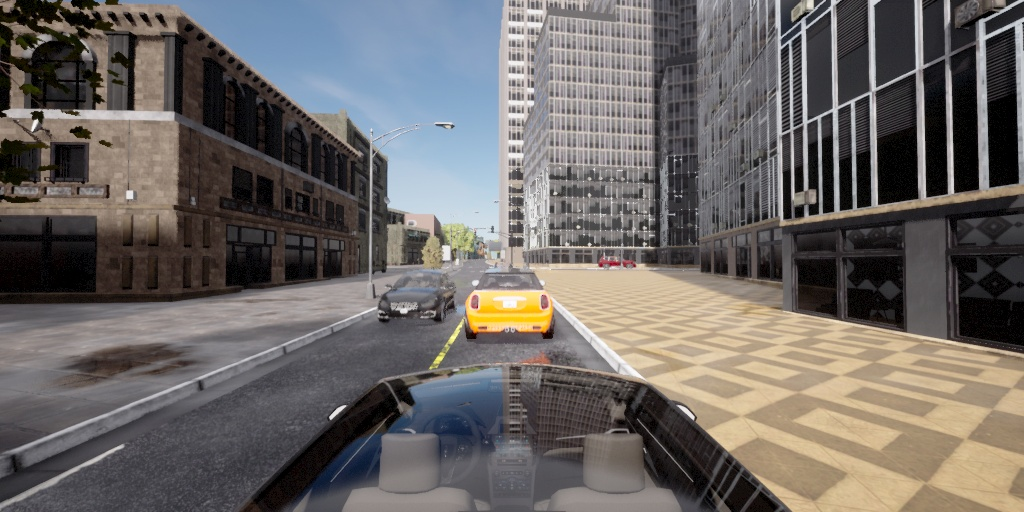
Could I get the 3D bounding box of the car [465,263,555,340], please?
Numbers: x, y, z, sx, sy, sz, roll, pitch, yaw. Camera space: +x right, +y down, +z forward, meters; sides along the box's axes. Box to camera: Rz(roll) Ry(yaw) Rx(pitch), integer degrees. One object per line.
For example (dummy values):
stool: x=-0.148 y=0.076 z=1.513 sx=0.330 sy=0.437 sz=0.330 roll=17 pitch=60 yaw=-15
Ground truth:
car: x=-0.089 y=1.104 z=10.172 sx=2.097 sy=1.767 sz=4.553 roll=0 pitch=0 yaw=-1

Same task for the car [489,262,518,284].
car: x=-0.718 y=1.250 z=28.157 sx=2.128 sy=1.511 sz=4.902 roll=0 pitch=0 yaw=-3

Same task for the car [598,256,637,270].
car: x=14.166 y=0.954 z=48.440 sx=5.009 sy=1.841 sz=2.192 roll=0 pitch=0 yaw=15

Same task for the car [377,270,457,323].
car: x=-3.015 y=1.257 z=12.218 sx=1.837 sy=1.490 sz=4.892 roll=0 pitch=0 yaw=-1
